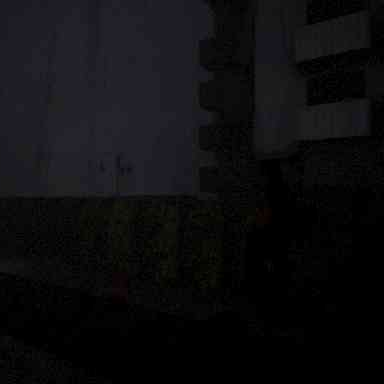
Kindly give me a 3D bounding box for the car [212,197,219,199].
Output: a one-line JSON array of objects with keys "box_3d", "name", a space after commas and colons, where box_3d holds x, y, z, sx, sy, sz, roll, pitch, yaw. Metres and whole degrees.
[{"box_3d": [3.551, 1.488, 45.508, 2.128, 1.511, 4.902, 0, 0, 36], "name": "car"}]
